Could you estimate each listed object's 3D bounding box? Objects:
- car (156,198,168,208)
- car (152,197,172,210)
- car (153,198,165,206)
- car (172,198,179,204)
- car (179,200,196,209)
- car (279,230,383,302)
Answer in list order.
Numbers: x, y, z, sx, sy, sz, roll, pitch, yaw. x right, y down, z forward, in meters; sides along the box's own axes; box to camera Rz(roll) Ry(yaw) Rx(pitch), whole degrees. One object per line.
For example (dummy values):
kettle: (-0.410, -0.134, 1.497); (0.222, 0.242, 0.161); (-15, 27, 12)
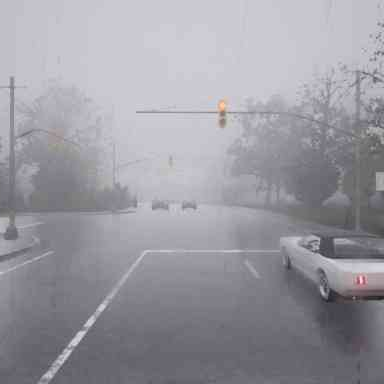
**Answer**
car: (-4.843, 1.721, 53.207); (1.837, 1.490, 4.892); (0, -1, -7)
car: (-4.059, 1.425, 43.105); (2.097, 1.767, 4.553); (0, -1, -3)
car: (-6.302, 1.914, 63.511); (1.882, 1.535, 5.008); (0, -1, -10)
car: (-4.462, 2.359, 83.071); (2.128, 1.511, 4.902); (0, -1, -22)
car: (-0.489, 1.708, 46.340); (1.895, 1.301, 4.718); (0, -1, -4)
car: (3.596, 1.601, 8.196); (1.895, 1.301, 4.718); (0, 0, 0)
